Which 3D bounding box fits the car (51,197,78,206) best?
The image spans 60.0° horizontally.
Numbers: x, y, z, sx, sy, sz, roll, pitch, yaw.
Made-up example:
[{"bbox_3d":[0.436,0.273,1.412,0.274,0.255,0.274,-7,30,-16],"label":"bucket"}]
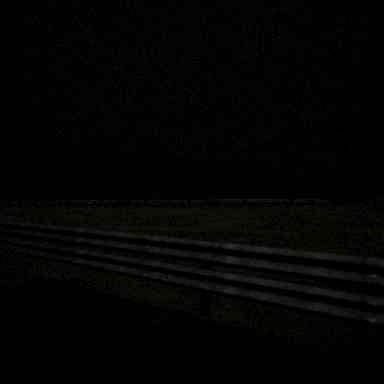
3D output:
[{"bbox_3d":[-22.921,1.654,60.038,4.553,1.767,2.097,0,0,2],"label":"car"}]
